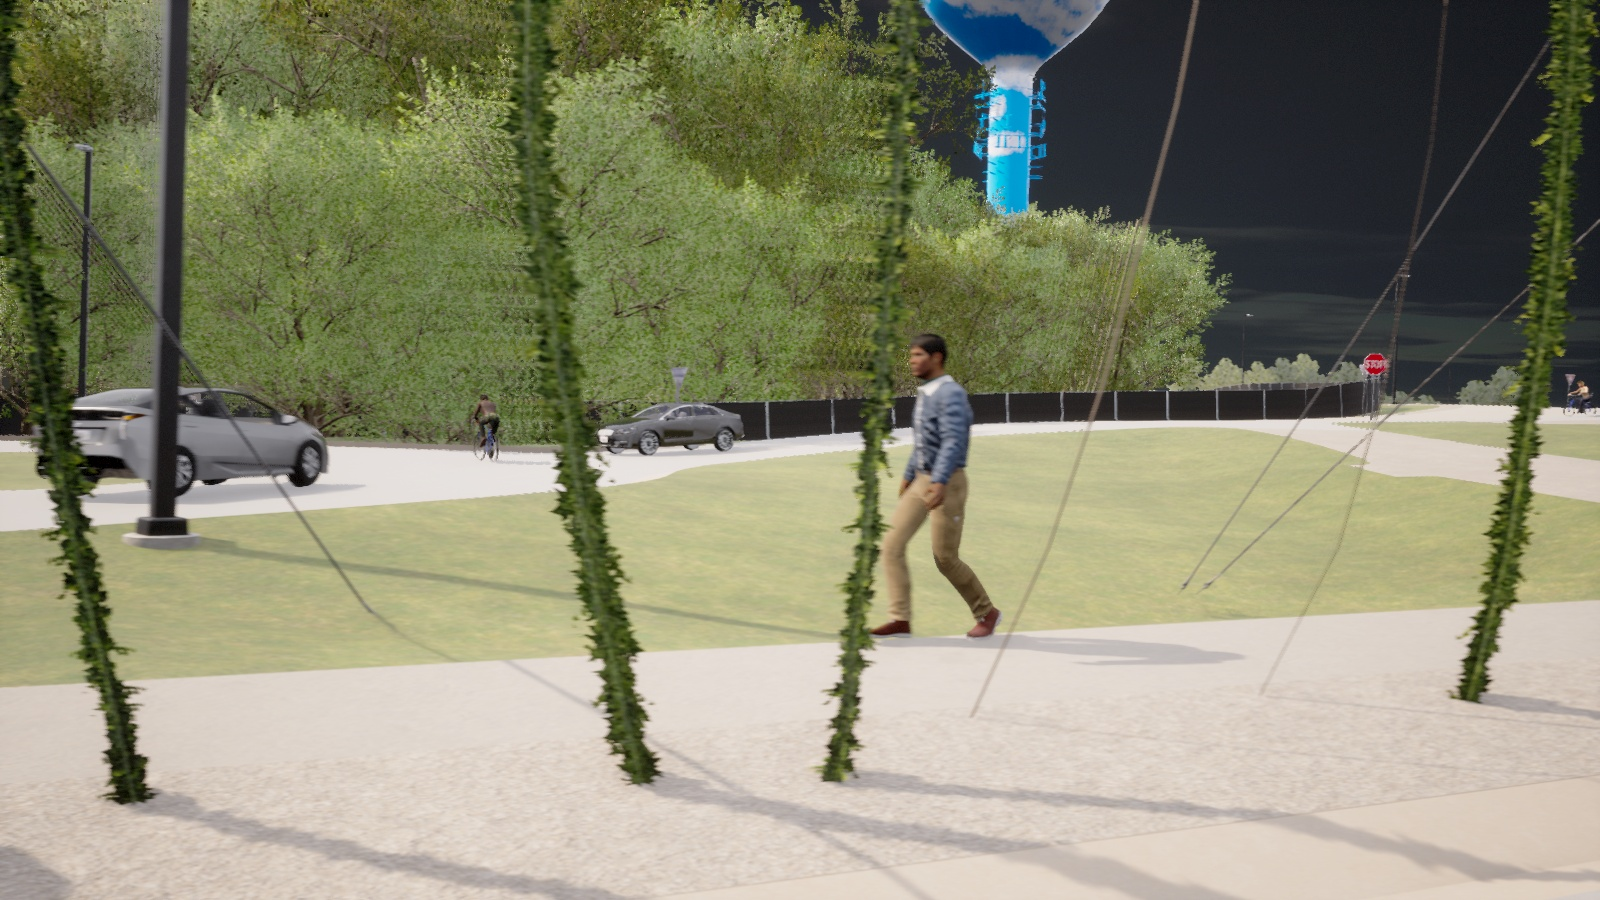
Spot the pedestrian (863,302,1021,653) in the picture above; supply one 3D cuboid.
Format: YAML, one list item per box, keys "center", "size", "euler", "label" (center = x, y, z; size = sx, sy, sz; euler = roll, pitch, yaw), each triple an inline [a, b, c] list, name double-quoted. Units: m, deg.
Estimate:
- center: [0.820, 0.155, 7.295]
  size: [0.788, 1.949, 0.423]
  euler: [0, 0, -19]
  label: "pedestrian"

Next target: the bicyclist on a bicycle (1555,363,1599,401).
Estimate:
- center: [34.684, -3.017, 56.006]
  size: [1.509, 1.612, 0.866]
  euler: [-2, 1, -1]
  label: "bicyclist on a bicycle"

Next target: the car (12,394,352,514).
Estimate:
- center: [-8.764, -0.006, 18.352]
  size: [2.007, 1.525, 4.514]
  euler: [-1, 2, 13]
  label: "car"

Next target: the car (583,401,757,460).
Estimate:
- center: [-3.868, -0.625, 38.058]
  size: [4.902, 1.511, 2.128]
  euler: [-5, 4, -43]
  label: "car"

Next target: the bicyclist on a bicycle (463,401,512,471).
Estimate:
- center: [-7.429, -0.351, 29.822]
  size: [0.582, 1.620, 1.656]
  euler: [-2, 2, -33]
  label: "bicyclist on a bicycle"
